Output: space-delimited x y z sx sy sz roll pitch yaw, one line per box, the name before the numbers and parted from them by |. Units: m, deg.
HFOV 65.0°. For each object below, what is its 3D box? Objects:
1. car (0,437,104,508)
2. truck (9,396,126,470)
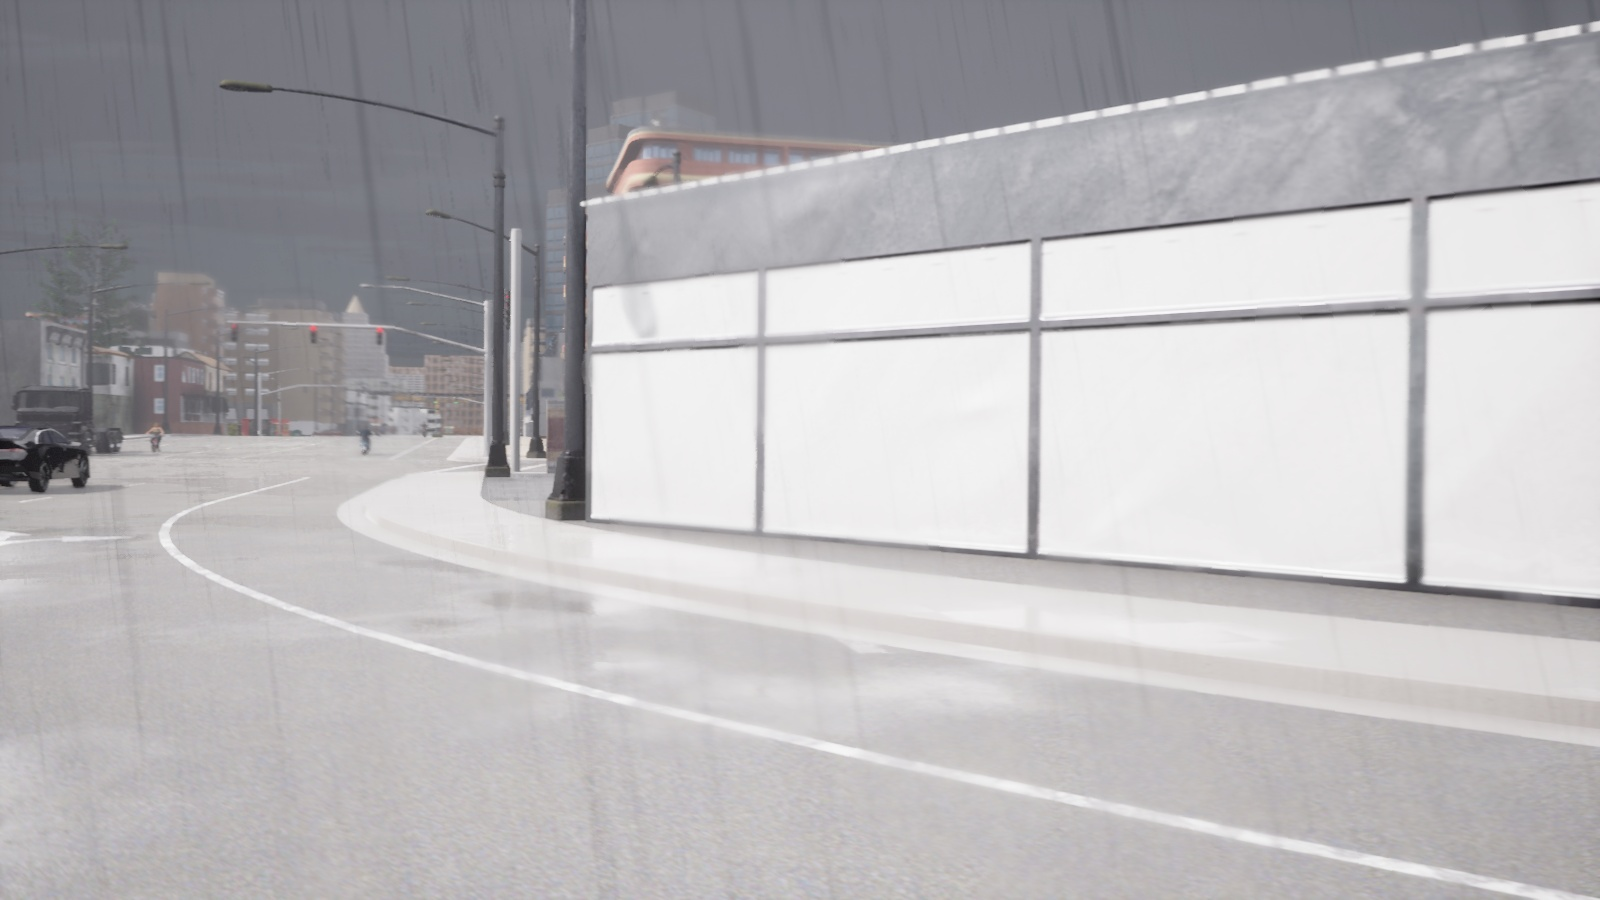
car | -18.115 0.470 29.213 2.128 1.511 4.902 -1 1 -14
truck | -36.593 -0.876 63.104 2.891 3.462 7.936 -1 1 -14
